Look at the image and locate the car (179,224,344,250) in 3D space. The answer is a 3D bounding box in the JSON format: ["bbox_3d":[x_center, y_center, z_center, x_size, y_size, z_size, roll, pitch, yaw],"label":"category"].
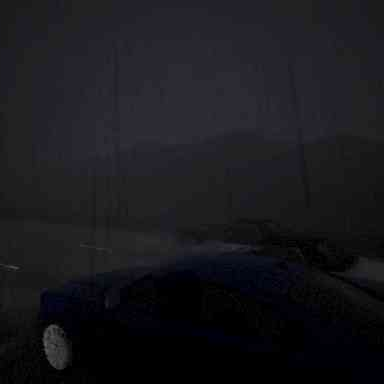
[{"bbox_3d":[1.751,1.581,7.022,4.718,1.301,1.895,1,0,35],"label":"car"}]

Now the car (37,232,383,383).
[{"bbox_3d":[0.213,1.462,3.822,5.008,1.535,1.882,1,0,35],"label":"car"}]

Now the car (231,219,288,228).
[{"bbox_3d":[1.784,1.562,11.276,4.718,1.301,1.895,1,0,35],"label":"car"}]
